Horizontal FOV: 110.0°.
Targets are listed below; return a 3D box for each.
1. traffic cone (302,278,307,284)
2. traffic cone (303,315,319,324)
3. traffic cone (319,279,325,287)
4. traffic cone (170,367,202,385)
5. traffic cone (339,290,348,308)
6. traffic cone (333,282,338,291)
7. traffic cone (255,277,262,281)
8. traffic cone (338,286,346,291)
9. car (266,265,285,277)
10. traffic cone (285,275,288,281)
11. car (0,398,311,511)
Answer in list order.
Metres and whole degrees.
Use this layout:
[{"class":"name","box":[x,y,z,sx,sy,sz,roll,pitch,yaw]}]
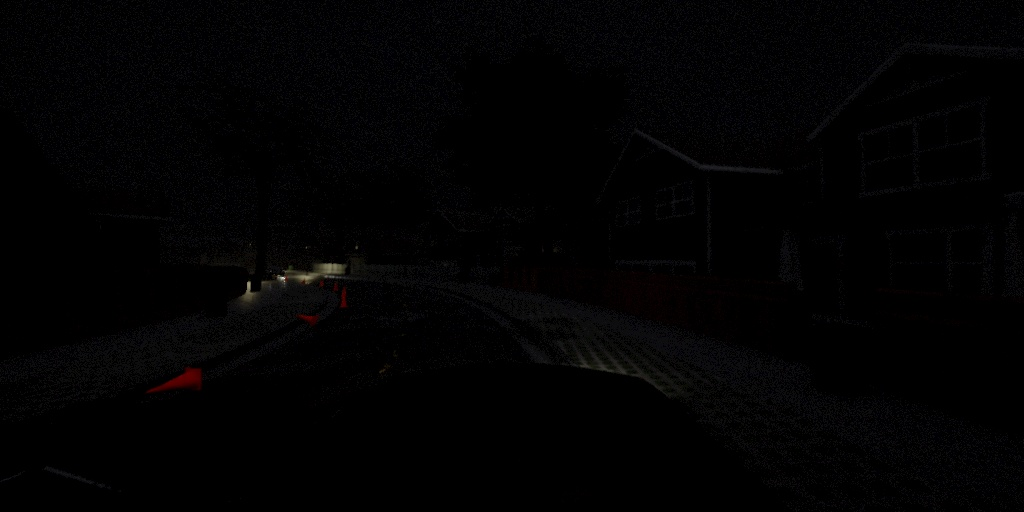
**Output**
[{"class":"traffic cone","box":[-17.783,2.079,30.651,0.340,0.580,0.340,0,0,43]},{"class":"traffic cone","box":[-5.937,1.662,10.786,0.340,0.580,0.340,0,0,-4]},{"class":"traffic cone","box":[-14.457,2.033,27.264,0.340,0.580,0.340,0,0,-41]},{"class":"traffic cone","box":[-4.886,1.595,5.501,0.340,0.580,0.340,0,0,-1]},{"class":"traffic cone","box":[-7.149,1.883,15.238,0.340,0.580,0.340,0,0,-21]},{"class":"traffic cone","box":[-11.563,1.985,23.546,0.340,0.580,0.340,0,0,-35]},{"class":"traffic cone","box":[-28.751,2.218,40.884,0.340,0.580,0.340,0,0,43]},{"class":"traffic cone","box":[-9.116,1.935,19.519,0.340,0.580,0.340,0,0,-28]},{"class":"car","box":[-29.738,1.828,44.437,4.674,1.442,1.812,-1,-1,42]},{"class":"traffic cone","box":[-21.439,2.125,34.062,0.340,0.580,0.340,0,0,43]},{"class":"car","box":[-2.514,1.344,0.650,1.895,1.301,4.718,0,-1,-1]}]
